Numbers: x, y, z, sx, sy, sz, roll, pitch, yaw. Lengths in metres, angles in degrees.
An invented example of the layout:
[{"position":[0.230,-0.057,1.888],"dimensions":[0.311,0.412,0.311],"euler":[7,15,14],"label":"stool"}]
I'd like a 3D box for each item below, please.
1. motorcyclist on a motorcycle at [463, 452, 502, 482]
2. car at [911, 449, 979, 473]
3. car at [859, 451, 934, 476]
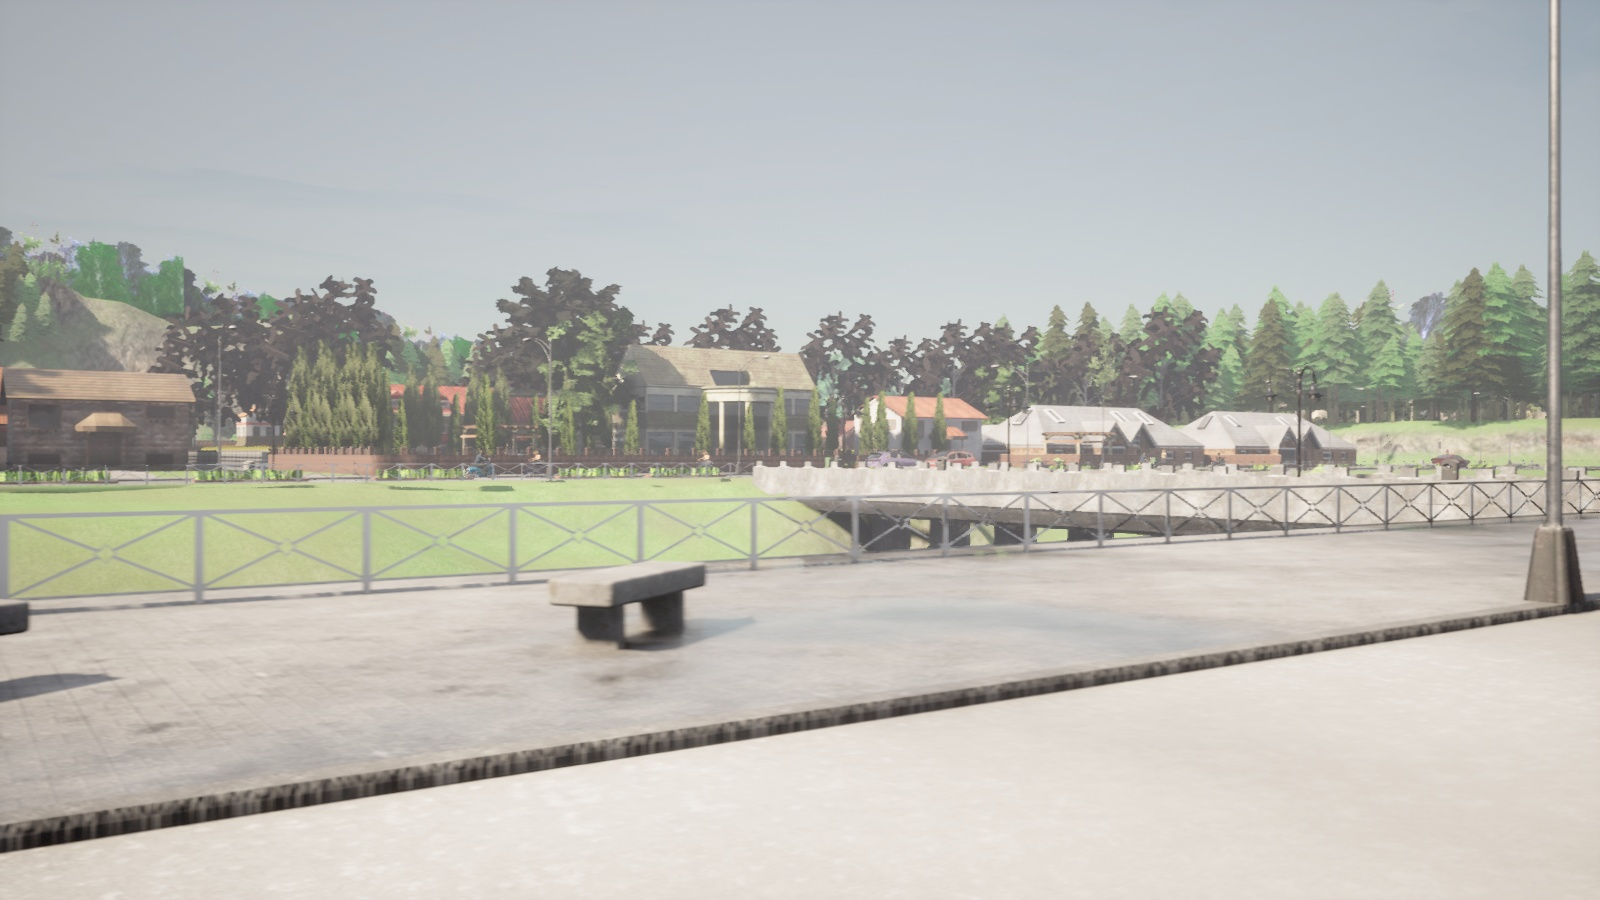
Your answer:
[{"position":[-17.084,0.900,67.539],"dimensions":[1.817,1.590,0.866],"euler":[0,0,-35],"label":"motorcyclist on a motorcycle"},{"position":[10.616,0.791,91.684],"dimensions":[4.611,1.667,2.242],"euler":[0,0,-35],"label":"car"},{"position":[6.472,0.867,83.927],"dimensions":[4.856,1.649,2.033],"euler":[0,0,-35],"label":"car"}]
